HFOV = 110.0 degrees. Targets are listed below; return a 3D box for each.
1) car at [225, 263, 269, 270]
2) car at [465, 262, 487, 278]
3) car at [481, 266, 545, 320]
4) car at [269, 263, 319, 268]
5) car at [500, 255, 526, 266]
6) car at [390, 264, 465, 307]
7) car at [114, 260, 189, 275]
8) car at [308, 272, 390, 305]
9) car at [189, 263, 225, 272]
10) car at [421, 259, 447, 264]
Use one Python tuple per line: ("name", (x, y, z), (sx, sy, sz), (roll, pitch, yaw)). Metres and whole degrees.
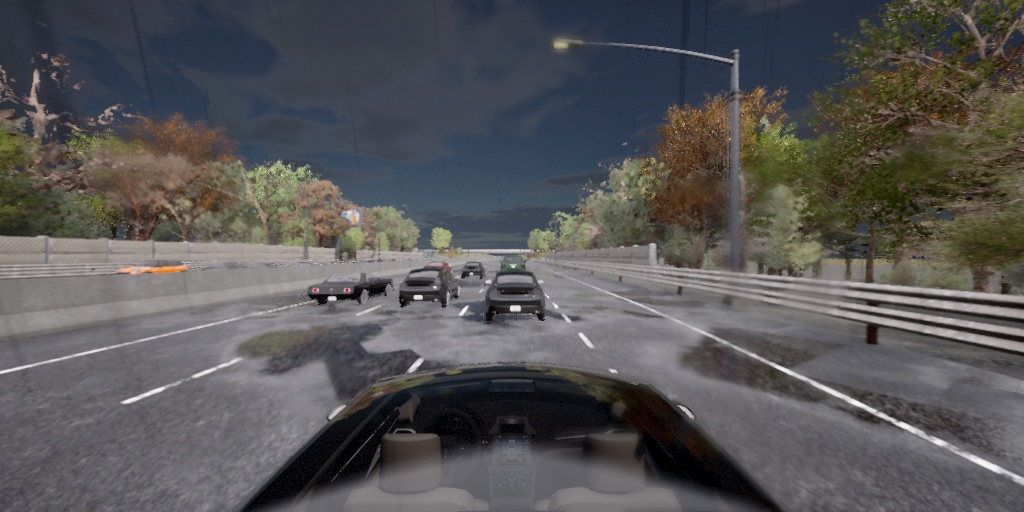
("car", (-21.096, 1.318, 29.929), (1.994, 1.385, 4.181), (0, 0, 0))
("car", (-3.403, 1.261, 32.506), (1.837, 1.490, 4.892), (0, 0, 0))
("car", (0.099, 1.253, 12.650), (1.837, 1.490, 4.892), (0, 0, 0))
("car", (-17.599, 1.302, 30.481), (2.033, 1.411, 5.357), (0, 0, 0))
("car", (0.095, 0.977, 31.673), (2.150, 2.045, 5.566), (0, 0, 0))
("car", (-3.401, 1.253, 15.415), (1.837, 1.490, 4.892), (0, 0, 0))
("car", (-28.094, 1.105, 28.134), (2.097, 1.767, 4.553), (0, 0, 0))
("car", (-6.900, 1.349, 15.976), (1.895, 1.301, 4.718), (0, 0, 0))
("car", (-24.594, 1.319, 30.716), (1.994, 1.385, 4.181), (0, 0, 0))
("car", (-6.902, 1.234, 33.810), (1.882, 1.535, 5.008), (0, 0, 0))
